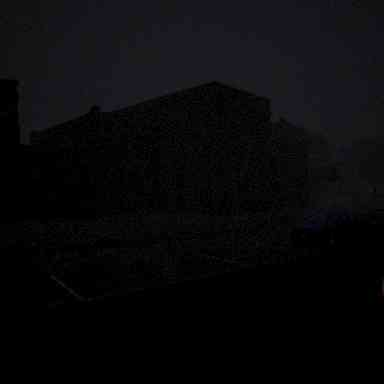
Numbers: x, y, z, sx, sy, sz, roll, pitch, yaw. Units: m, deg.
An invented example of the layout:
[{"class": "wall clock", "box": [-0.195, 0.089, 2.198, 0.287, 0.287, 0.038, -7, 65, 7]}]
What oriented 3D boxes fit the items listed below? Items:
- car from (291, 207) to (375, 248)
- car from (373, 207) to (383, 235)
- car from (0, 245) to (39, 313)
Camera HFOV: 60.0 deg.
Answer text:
[{"class": "car", "box": [6.834, 1.708, 16.489, 5.008, 1.535, 2.097, 1, -1, -42]}, {"class": "car", "box": [11.470, 1.722, 20.795, 4.892, 1.521, 2.231, 1, -1, -43]}, {"class": "car", "box": [-5.625, 1.703, 6.387, 4.892, 1.521, 2.231, 0, 3, -35]}]
